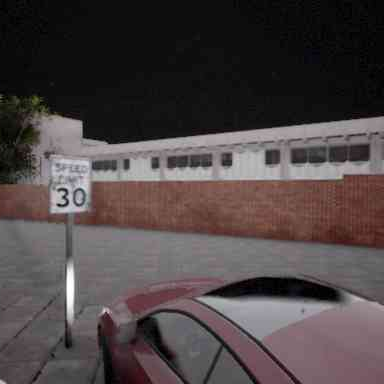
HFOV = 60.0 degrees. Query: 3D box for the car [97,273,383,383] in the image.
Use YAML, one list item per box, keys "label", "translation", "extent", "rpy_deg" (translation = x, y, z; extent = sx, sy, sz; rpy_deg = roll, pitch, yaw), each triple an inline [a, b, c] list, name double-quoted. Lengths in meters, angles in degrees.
- label: "car"
  translation: [0.529, 1.413, 2.614]
  extent: [1.812, 1.442, 4.674]
  rpy_deg: [-4, 4, -27]
